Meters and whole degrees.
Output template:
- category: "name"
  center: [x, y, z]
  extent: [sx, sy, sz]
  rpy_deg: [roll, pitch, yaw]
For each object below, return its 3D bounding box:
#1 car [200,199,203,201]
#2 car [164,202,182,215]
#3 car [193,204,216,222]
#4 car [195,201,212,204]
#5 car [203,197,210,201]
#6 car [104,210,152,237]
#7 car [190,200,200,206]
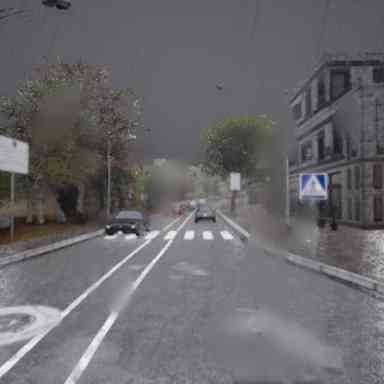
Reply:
- category: "car"
  center: [0.686, 2.879, 80.943]
  extent: [2.097, 1.535, 5.008]
  rpy_deg: [1, 2, 11]
- category: "car"
  center: [-2.524, 2.195, 44.840]
  extent: [2.097, 1.767, 4.553]
  rpy_deg: [0, -1, 4]
- category: "car"
  center: [1.282, 2.099, 32.327]
  extent: [1.994, 1.385, 4.181]
  rpy_deg: [0, -1, 2]
- category: "car"
  center: [1.903, 2.539, 50.893]
  extent: [2.033, 1.411, 5.357]
  rpy_deg: [0, -1, 2]
- category: "car"
  center: [2.757, 2.712, 91.271]
  extent: [2.002, 1.452, 4.674]
  rpy_deg: [-1, 1, 14]
- category: "car"
  center: [-3.602, 1.775, 19.793]
  extent: [2.033, 1.411, 5.357]
  rpy_deg: [0, -1, 2]
- category: "car"
  center: [-0.025, 3.064, 74.843]
  extent: [2.002, 1.452, 4.674]
  rpy_deg: [-2, 1, 6]
